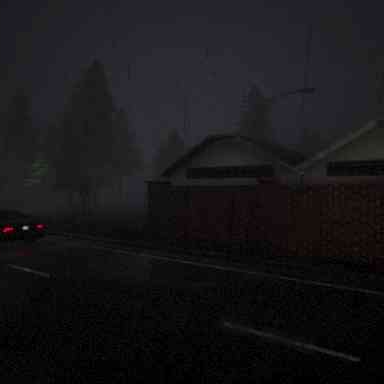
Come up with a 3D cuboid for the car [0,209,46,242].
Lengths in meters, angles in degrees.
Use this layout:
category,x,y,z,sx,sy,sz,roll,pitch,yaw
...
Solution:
category,x,y,z,sx,sy,sz,roll,pitch,yaw
car,-8.498,1.431,14.354,5.357,1.411,2.033,1,0,36
